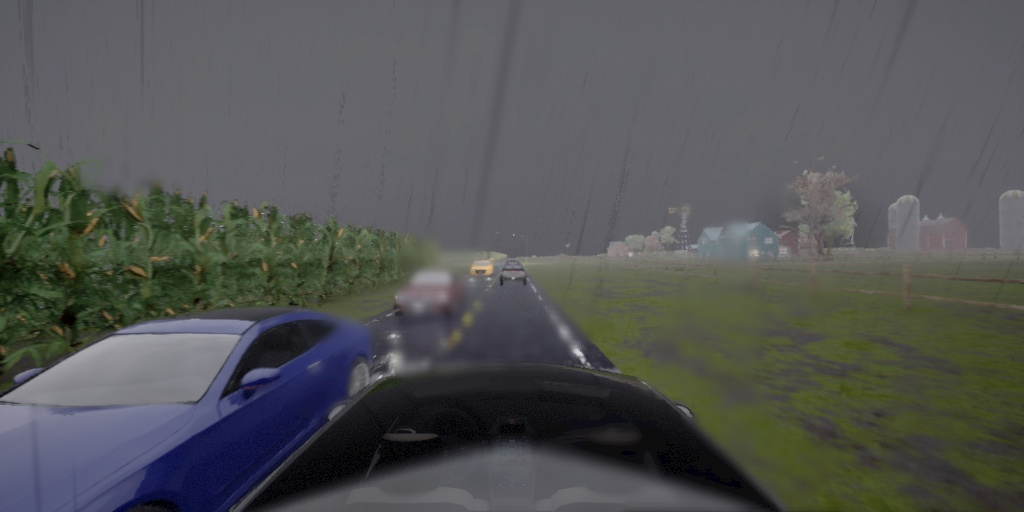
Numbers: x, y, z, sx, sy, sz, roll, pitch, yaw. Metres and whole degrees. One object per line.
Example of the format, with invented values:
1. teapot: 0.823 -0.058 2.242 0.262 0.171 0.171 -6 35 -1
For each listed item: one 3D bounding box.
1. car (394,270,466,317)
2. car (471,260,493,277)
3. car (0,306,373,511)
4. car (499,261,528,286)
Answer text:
1. car: -2.819 1.269 13.273 1.812 1.442 4.674 0 0 1
2. car: -2.859 1.209 35.071 1.882 1.535 5.008 0 0 0
3. car: -2.841 1.275 3.328 1.812 1.442 4.674 0 0 0
4. car: 0.091 1.229 25.398 2.128 1.511 4.902 0 0 0
